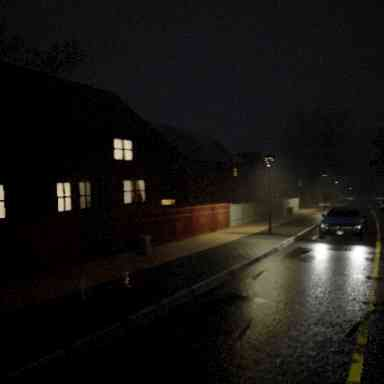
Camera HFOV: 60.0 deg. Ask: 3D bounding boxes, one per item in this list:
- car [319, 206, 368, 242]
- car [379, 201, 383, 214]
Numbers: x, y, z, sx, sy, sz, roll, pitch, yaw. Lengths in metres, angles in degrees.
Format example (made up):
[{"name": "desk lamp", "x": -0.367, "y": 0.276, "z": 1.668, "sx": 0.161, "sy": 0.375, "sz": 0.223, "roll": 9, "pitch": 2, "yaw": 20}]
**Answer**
[{"name": "car", "x": 7.356, "y": 1.434, "z": 16.030, "sx": 1.812, "sy": 1.442, "sz": 4.674, "roll": -1, "pitch": 0, "yaw": 29}, {"name": "car", "x": 19.014, "y": 1.379, "z": 31.768, "sx": 1.994, "sy": 1.385, "sz": 4.181, "roll": -1, "pitch": 0, "yaw": 27}]
